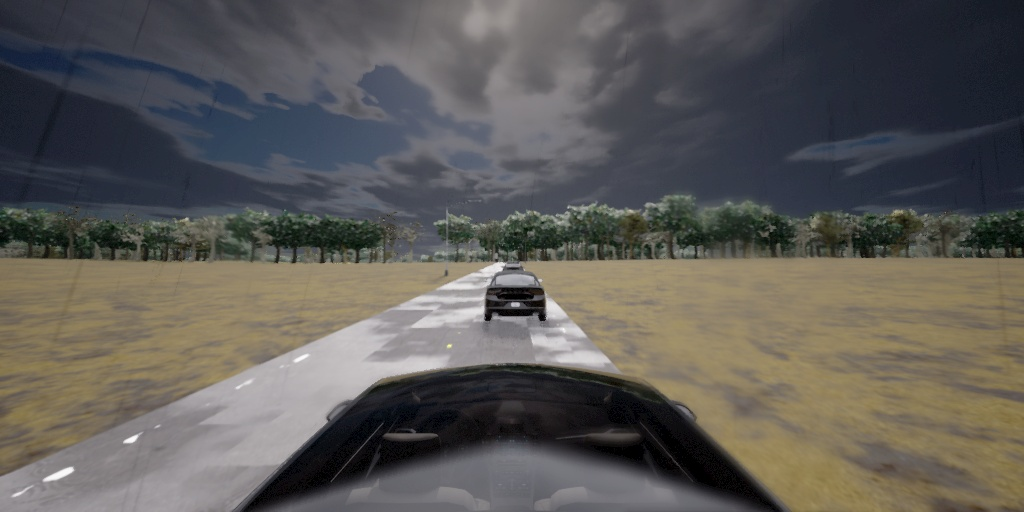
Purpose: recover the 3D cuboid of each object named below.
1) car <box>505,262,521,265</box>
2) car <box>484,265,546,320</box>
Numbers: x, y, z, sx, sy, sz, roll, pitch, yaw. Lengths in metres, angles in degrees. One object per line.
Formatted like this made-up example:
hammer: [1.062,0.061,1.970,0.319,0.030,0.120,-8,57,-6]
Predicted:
car: [0.094,1.284,31.729,1.837,1.490,4.892,0,0,0]
car: [0.098,1.238,12.687,1.882,1.535,5.008,0,0,0]
